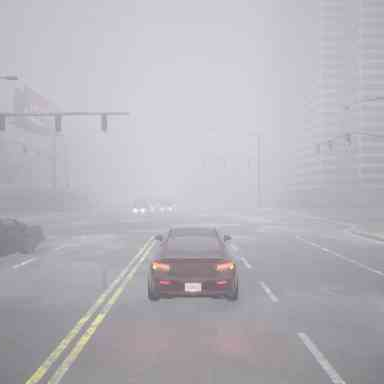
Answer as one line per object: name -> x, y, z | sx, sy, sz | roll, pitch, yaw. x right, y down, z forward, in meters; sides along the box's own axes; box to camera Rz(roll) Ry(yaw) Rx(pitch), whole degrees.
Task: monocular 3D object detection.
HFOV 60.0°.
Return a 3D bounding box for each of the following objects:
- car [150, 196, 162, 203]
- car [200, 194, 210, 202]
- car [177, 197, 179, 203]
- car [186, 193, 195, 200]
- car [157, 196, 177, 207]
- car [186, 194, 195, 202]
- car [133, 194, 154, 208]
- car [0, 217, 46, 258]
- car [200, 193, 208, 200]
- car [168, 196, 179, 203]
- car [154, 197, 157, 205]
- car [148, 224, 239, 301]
car -> -7.310, 1.601, 68.021 | 1.895, 1.301, 4.718 | 0, 0, 0
car -> 3.154, 1.515, 78.021 | 2.128, 1.511, 4.902 | 0, 0, 0
car -> -3.839, 1.526, 59.836 | 1.812, 1.442, 4.674 | 0, 0, 0
car -> -0.392, 1.184, 88.293 | 2.097, 1.767, 4.553 | 0, 0, 0
car -> -3.819, 1.564, 51.059 | 1.994, 1.385, 4.181 | 0, 0, 0
car -> -0.347, 1.584, 78.388 | 1.895, 1.301, 4.718 | 0, 0, 0
car -> -7.310, 1.491, 48.450 | 2.128, 1.511, 4.902 | 0, 0, 0
car -> -6.801, 1.547, 10.690 | 2.033, 1.411, 5.357 | 0, 0, 5
car -> 3.108, 1.184, 88.309 | 2.097, 1.767, 4.553 | 0, 0, 0
car -> -3.809, 1.553, 69.846 | 1.994, 1.385, 4.181 | 0, 0, 0
car -> -7.338, 1.601, 57.721 | 1.895, 1.301, 4.718 | 0, 0, 0
car -> 0.028, 1.526, 8.212 | 1.812, 1.442, 4.674 | 0, 0, 0
